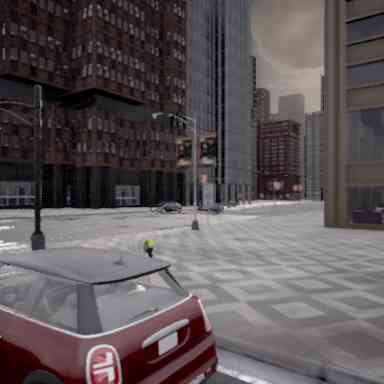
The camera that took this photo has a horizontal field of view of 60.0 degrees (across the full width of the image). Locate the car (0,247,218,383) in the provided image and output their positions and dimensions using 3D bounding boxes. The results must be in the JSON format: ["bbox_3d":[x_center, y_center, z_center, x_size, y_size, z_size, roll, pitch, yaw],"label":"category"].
[{"bbox_3d":[-1.804,1.442,4.249,4.097,1.590,1.967,0,0,36],"label":"car"}]

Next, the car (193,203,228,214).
[{"bbox_3d":[2.367,2.138,44.893,2.033,1.411,5.357,0,-1,35],"label":"car"}]

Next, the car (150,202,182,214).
[{"bbox_3d":[-3.281,2.003,42.540,2.128,1.511,4.902,0,-1,35],"label":"car"}]
